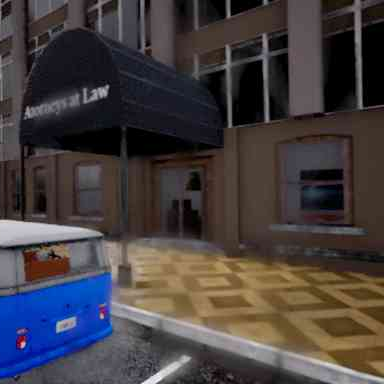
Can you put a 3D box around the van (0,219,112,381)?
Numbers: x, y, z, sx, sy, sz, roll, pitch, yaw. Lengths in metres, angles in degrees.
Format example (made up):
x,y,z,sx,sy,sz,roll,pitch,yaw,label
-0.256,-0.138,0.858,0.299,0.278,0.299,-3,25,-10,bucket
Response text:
x,y,z,sx,sy,sz,roll,pitch,yaw,label
-2.998,1.337,5.040,3.998,1.788,1.690,0,-1,36,van
